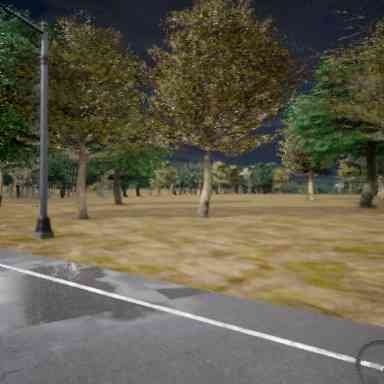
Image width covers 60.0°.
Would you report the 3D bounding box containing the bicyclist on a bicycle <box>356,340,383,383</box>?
[{"bbox_3d":[2.507,1.464,3.260,1.656,1.620,0.582,0,0,36],"label":"bicyclist on a bicycle"}]
